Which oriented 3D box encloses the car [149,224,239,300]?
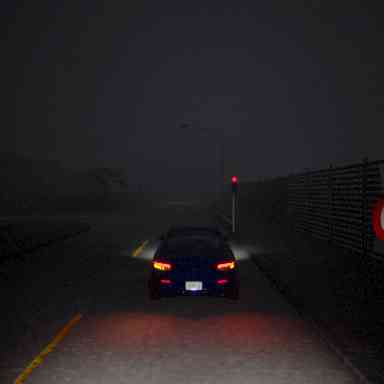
[{"bbox_3d":[0.055,1.526,8.290,1.812,1.442,4.674,0,0,1],"label":"car"}]
